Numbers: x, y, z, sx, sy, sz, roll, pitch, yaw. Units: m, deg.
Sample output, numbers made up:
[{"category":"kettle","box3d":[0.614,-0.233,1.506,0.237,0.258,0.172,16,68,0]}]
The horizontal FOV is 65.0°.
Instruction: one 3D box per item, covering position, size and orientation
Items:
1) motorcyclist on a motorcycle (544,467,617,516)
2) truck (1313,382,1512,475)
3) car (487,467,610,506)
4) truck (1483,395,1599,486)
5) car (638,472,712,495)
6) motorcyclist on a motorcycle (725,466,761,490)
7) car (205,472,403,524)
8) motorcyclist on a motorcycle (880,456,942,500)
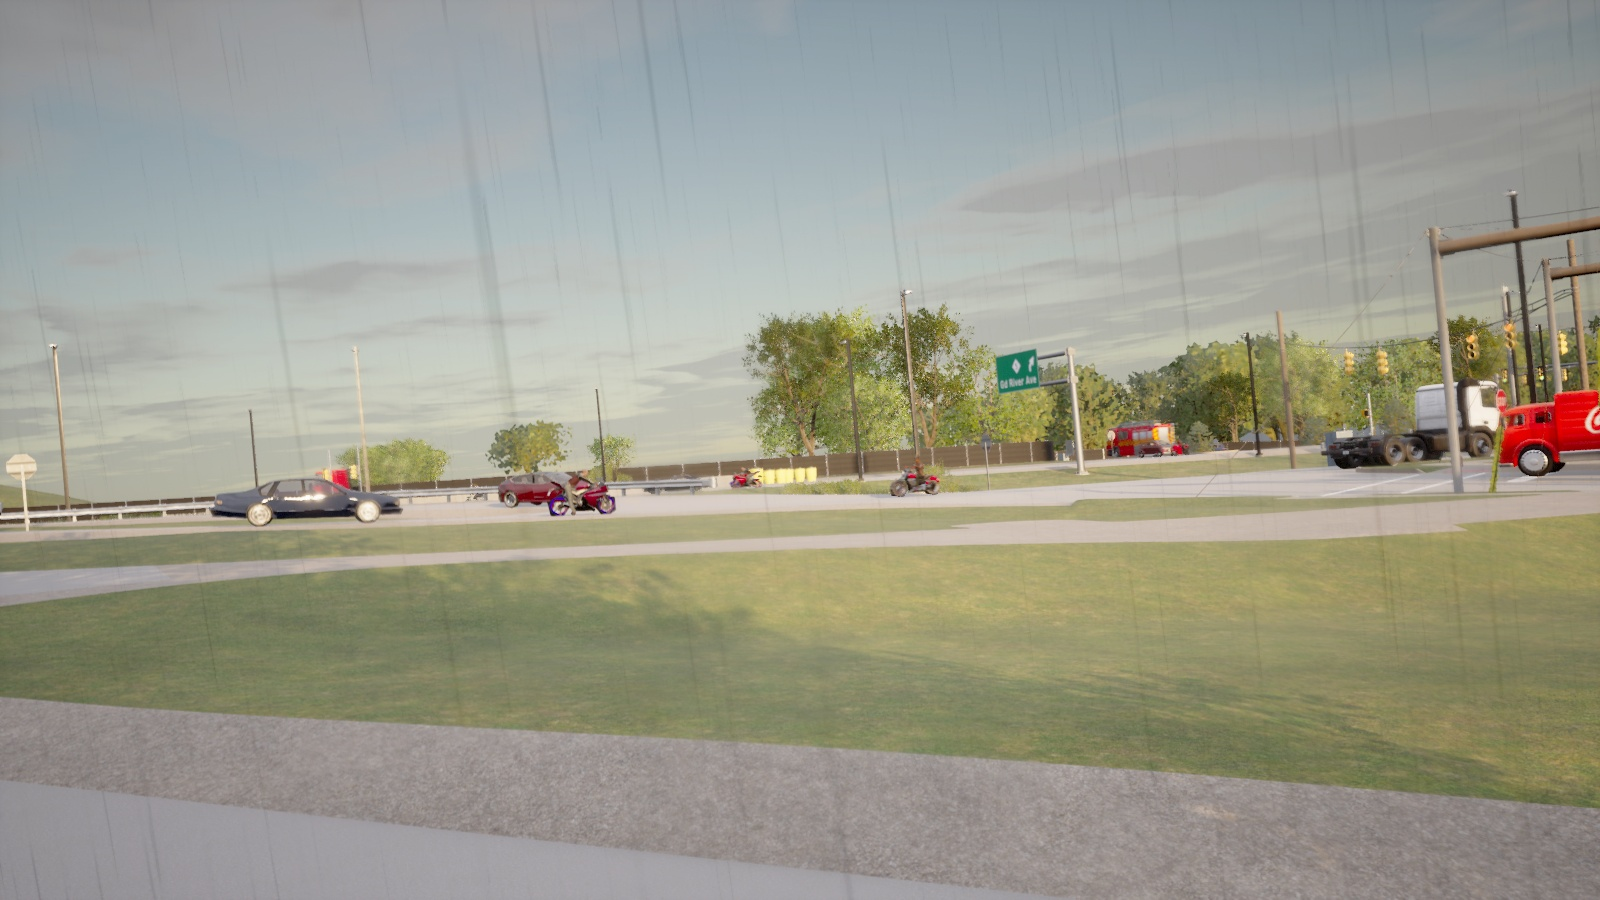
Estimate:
[{"category":"motorcyclist on a motorcycle","box3d":[-7.122,1.343,40.751,2.191,1.530,0.866,-1,-2,-22]},{"category":"truck","box3d":[25.822,-0.912,52.906,7.936,3.462,2.891,-3,-2,-23]},{"category":"car","box3d":[-10.767,1.565,53.820,4.792,1.488,2.163,-2,1,27]},{"category":"truck","box3d":[23.620,-0.378,37.283,5.204,2.467,2.627,-5,-1,42]},{"category":"car","box3d":[-8.707,2.316,87.575,4.718,1.301,1.895,-3,-1,-23]},{"category":"motorcyclist on a motorcycle","box3d":[-3.879,1.908,85.806,2.191,1.530,0.866,-3,-1,-23]},{"category":"car","box3d":[-14.808,1.426,37.671,5.357,1.411,2.033,0,-2,-22]},{"category":"motorcyclist on a motorcycle","box3d":[4.454,1.103,50.181,2.350,1.649,0.766,-2,-2,-29]}]
